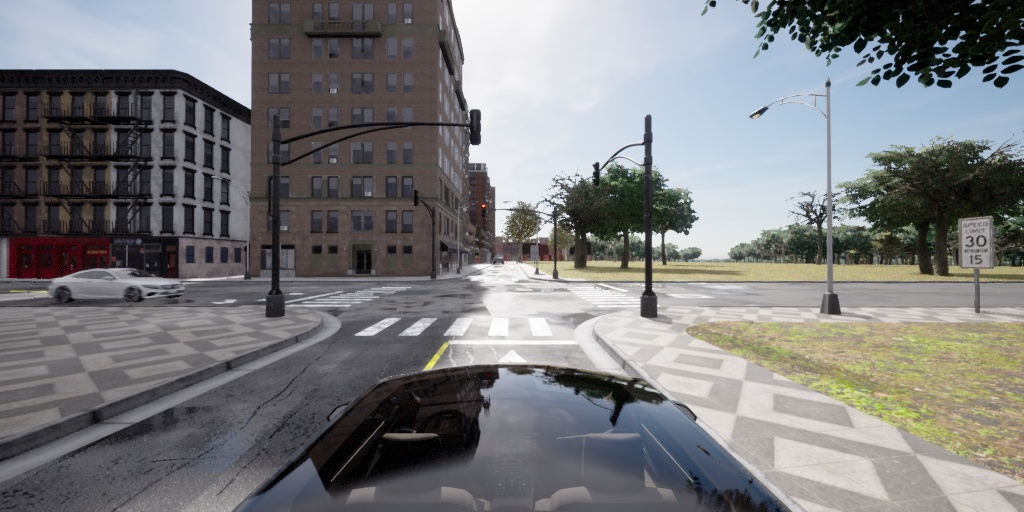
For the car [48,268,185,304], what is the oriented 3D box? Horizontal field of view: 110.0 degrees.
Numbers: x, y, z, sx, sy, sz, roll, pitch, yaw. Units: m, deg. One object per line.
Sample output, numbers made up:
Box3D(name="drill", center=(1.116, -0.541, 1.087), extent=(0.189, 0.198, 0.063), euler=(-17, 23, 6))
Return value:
Box3D(name="car", center=(-16.928, 1.240, 15.438), extent=(4.674, 1.442, 1.812), euler=(0, -1, 0))
